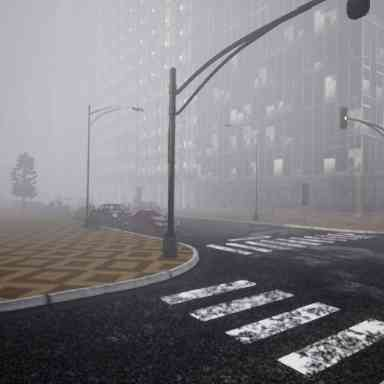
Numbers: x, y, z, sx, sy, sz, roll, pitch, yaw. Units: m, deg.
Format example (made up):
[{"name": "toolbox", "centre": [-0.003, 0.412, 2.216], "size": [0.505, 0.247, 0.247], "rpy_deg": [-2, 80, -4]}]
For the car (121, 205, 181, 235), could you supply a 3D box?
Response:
[{"name": "car", "centre": [-2.281, 1.662, 19.348], "size": [1.802, 1.307, 4.206], "rpy_deg": [1, -1, -35]}]

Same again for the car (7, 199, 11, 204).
[{"name": "car", "centre": [-34.845, 2.209, 65.927], "size": [1.802, 1.307, 4.206], "rpy_deg": [1, -1, -35]}]

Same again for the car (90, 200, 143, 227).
[{"name": "car", "centre": [-5.537, 1.574, 24.007], "size": [1.967, 1.590, 4.097], "rpy_deg": [1, -1, -35]}]

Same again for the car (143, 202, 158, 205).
[{"name": "car", "centre": [-5.182, 1.832, 38.123], "size": [1.967, 1.590, 4.097], "rpy_deg": [1, -1, -35]}]

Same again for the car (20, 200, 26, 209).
[{"name": "car", "centre": [-25.076, 2.028, 51.953], "size": [1.947, 1.339, 4.313], "rpy_deg": [1, -1, -35]}]

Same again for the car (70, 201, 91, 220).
[{"name": "car", "centre": [-8.696, 1.713, 28.525], "size": [1.752, 1.417, 4.829], "rpy_deg": [1, -1, -35]}]

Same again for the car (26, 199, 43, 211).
[{"name": "car", "centre": [-21.820, 1.958, 47.295], "size": [2.008, 1.369, 4.403], "rpy_deg": [1, -1, -35]}]

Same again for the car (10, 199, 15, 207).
[{"name": "car", "centre": [-31.589, 2.123, 61.269], "size": [2.008, 1.369, 4.403], "rpy_deg": [1, -1, -35]}]

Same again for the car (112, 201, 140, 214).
[{"name": "car", "centre": [-8.536, 1.973, 42.919], "size": [1.752, 1.417, 4.829], "rpy_deg": [1, -1, -35]}]

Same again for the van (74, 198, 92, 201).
[{"name": "van", "centre": [-18.207, 1.952, 56.756], "size": [1.690, 1.788, 3.998], "rpy_deg": [1, -1, -35]}]

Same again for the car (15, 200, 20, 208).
[{"name": "car", "centre": [-28.332, 2.062, 56.612], "size": [1.887, 1.381, 4.507], "rpy_deg": [1, -1, -35]}]

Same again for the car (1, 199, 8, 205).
[{"name": "car", "centre": [-41.358, 2.287, 75.243], "size": [2.008, 1.369, 4.403], "rpy_deg": [1, -1, -35]}]

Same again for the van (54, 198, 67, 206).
[{"name": "van", "centre": [-27.977, 2.116, 70.730], "size": [1.690, 1.788, 3.998], "rpy_deg": [1, -1, -35]}]

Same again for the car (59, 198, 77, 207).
[{"name": "car", "centre": [-24.720, 2.035, 66.072], "size": [2.192, 1.841, 5.009], "rpy_deg": [1, -1, -35]}]

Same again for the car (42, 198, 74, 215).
[{"name": "car", "centre": [-15.307, 1.738, 37.981], "size": [1.967, 1.590, 4.097], "rpy_deg": [1, -1, -35]}]
